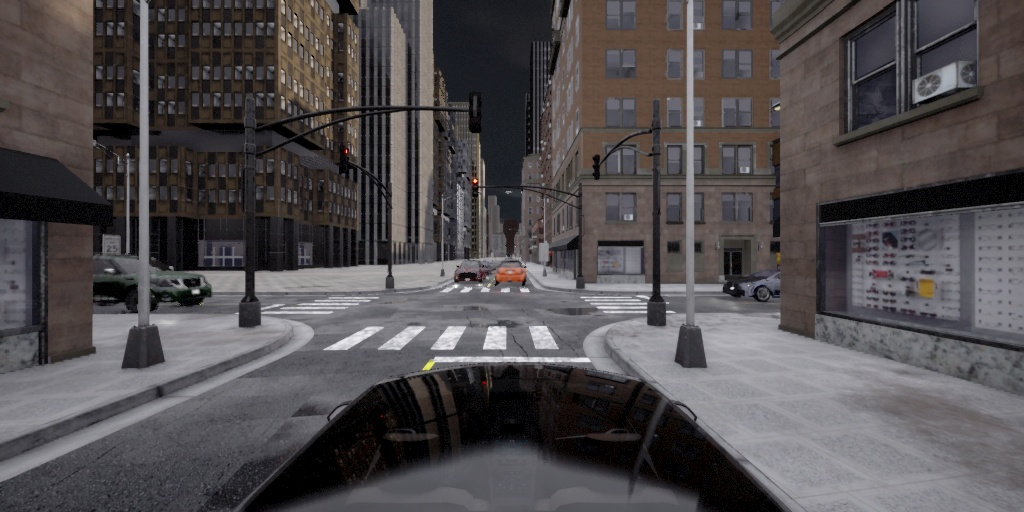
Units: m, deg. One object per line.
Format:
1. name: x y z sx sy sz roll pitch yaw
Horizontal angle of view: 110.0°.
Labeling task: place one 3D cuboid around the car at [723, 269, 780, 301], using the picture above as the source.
1. car: 12.219 1.313 16.675 4.181 1.385 1.994 0 0 -1

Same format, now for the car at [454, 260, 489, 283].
1. car: -3.159 1.102 27.804 2.097 1.767 4.553 0 0 0

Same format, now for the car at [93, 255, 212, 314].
1. car: -14.467 0.976 13.245 5.566 2.045 2.150 0 0 -1

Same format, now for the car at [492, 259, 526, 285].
1. car: -0.043 1.102 25.950 2.097 1.767 4.553 0 0 2

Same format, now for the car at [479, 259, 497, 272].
1. car: -3.190 1.241 48.481 2.128 1.511 4.902 0 0 0

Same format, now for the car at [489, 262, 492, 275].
1. car: -3.176 1.298 38.063 2.033 1.411 5.357 0 0 0
